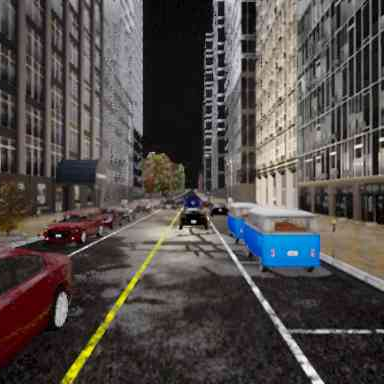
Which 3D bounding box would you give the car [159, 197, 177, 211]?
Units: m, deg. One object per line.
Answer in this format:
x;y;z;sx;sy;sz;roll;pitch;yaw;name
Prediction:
-3.086;1.813;46.310;1.812;1.442;4.674;0;0;0;car

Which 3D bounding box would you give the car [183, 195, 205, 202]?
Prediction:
0.111;1.476;41.281;2.150;2.045;5.566;0;-1;0;car

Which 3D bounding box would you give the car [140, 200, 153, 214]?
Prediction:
-5.690;1.686;39.218;1.967;1.590;4.097;0;0;0;car

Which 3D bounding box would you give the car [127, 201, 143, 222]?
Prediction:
-5.690;1.730;27.820;2.008;1.369;4.403;0;0;0;car

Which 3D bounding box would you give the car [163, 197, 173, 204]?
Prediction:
-5.689;2.015;79.107;1.887;1.381;4.507;0;0;0;car

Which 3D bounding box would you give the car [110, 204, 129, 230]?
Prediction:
-5.691;1.727;22.123;1.802;1.307;4.206;0;0;0;car

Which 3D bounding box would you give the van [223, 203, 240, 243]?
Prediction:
2.690;1.450;16.424;1.690;1.788;3.998;0;0;0;van

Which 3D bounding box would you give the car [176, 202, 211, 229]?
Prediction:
0.102;1.674;22.723;1.812;1.442;4.674;0;0;0;car

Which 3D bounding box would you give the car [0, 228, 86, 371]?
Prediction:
-3.099;1.506;4.085;1.882;1.535;5.008;0;0;0;car

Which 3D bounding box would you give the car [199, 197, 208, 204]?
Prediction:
2.692;2.020;79.107;2.008;1.369;4.403;0;0;0;car

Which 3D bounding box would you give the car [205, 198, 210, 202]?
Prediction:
2.691;1.923;62.008;1.887;1.381;4.507;0;0;0;car

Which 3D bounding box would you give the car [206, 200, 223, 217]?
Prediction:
2.690;1.778;33.519;1.947;1.339;4.313;0;0;0;car

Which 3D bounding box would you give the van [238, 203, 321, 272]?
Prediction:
2.689;1.413;10.725;1.690;1.788;3.998;0;0;0;van

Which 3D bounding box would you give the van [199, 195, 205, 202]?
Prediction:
2.695;1.847;90.512;1.690;1.788;3.998;0;0;0;van

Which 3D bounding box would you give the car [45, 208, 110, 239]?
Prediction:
-5.691;1.654;16.424;1.887;1.381;4.507;0;0;0;car

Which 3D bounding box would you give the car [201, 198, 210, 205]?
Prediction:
2.691;1.993;67.705;1.802;1.307;4.206;0;0;0;car

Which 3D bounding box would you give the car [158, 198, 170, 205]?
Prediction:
-5.690;1.963;67.706;2.008;1.369;4.403;0;0;0;car

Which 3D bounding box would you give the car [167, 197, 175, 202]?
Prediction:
-5.687;2.072;90.511;1.947;1.339;4.313;0;0;0;car
